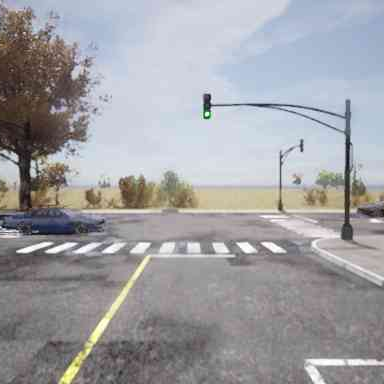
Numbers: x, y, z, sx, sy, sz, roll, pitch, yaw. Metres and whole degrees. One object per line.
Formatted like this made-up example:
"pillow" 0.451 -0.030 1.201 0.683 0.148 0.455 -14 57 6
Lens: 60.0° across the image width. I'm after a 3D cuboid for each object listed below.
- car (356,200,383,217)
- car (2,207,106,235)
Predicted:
"car" 17.162 1.389 28.643 5.357 1.411 2.033 0 1 1
"car" -7.681 1.584 18.766 5.357 1.411 2.033 0 1 -1
